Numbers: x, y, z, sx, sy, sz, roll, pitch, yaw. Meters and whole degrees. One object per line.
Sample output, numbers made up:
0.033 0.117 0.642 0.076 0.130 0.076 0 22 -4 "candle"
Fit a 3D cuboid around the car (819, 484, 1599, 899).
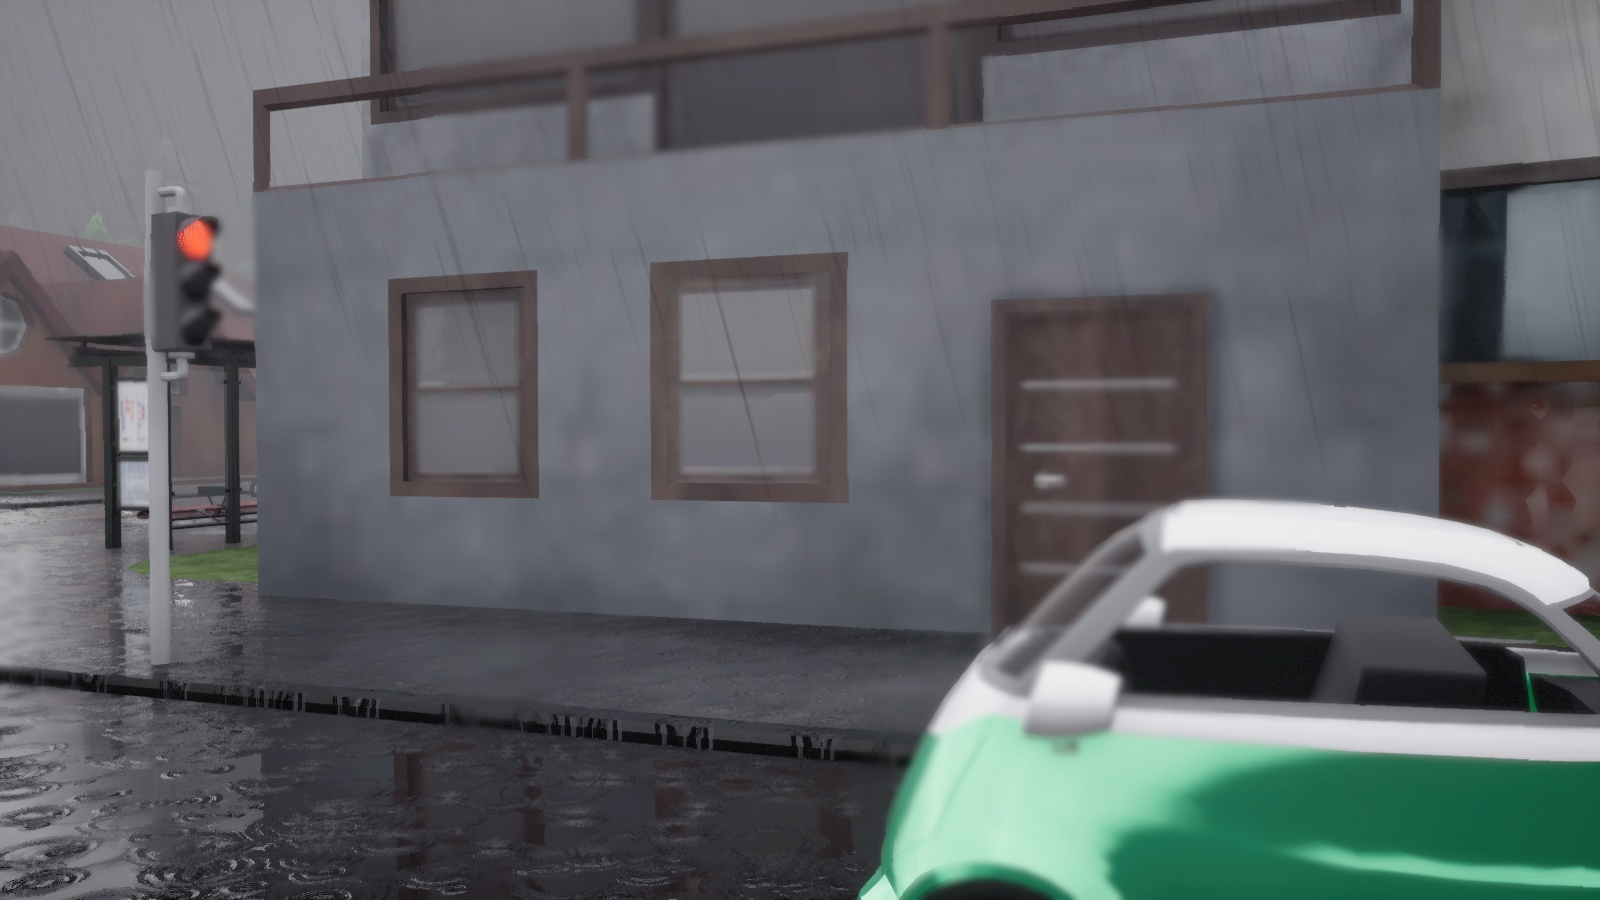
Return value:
1.340 0.833 3.339 2.207 1.376 1.481 1 1 20 "car"
